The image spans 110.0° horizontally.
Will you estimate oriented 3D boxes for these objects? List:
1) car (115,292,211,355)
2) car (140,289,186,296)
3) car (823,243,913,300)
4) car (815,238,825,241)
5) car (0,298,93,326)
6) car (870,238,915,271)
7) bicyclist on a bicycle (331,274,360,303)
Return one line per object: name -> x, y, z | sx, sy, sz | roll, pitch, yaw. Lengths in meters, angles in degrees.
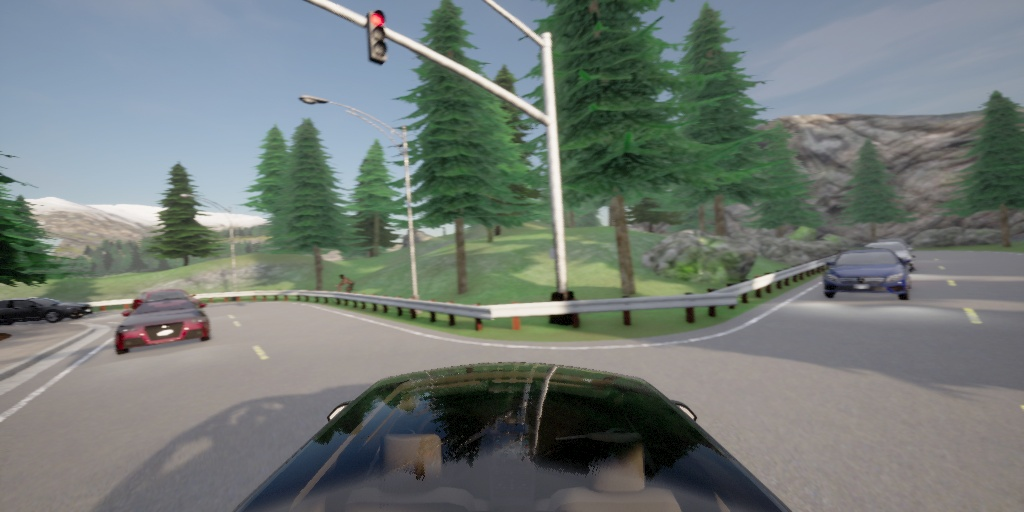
car -> -11.051, 2.060, 11.518 | 1.994, 1.385, 4.181 | -4, 0, -42
car -> -17.253, 2.399, 17.871 | 5.008, 1.535, 1.882 | -4, 0, 36
car -> 11.753, 0.497, 11.849 | 4.674, 1.442, 1.812 | -4, 0, -41
car -> 34.907, -1.211, 42.560 | 2.097, 1.767, 4.553 | -4, 0, -18
car -> -27.313, 3.113, 20.277 | 4.892, 1.490, 1.837 | -4, 0, -22
car -> 19.239, -0.002, 18.486 | 4.674, 1.442, 1.812 | -4, 0, -41
bicyclist on a bicycle -> -9.662, 1.860, 20.791 | 1.656, 1.620, 0.582 | -5, 2, -41
